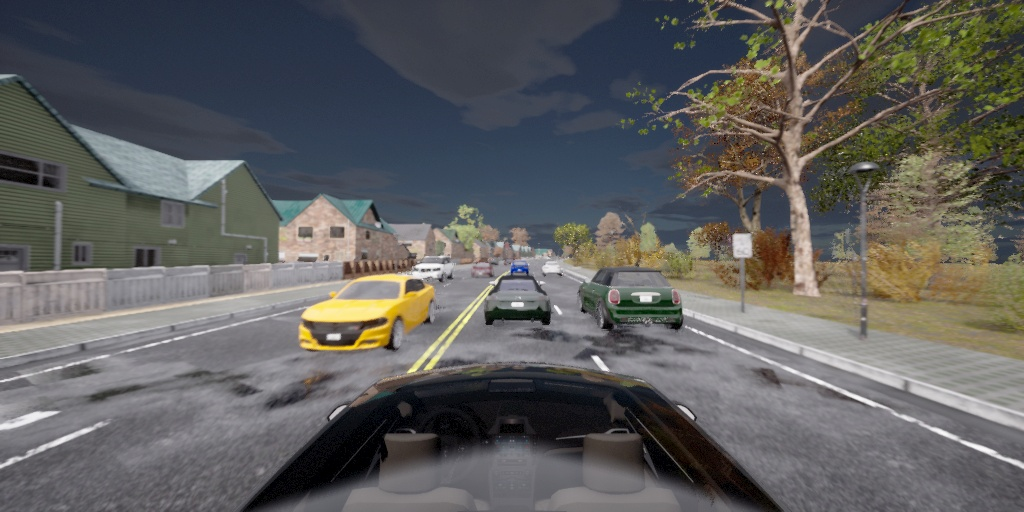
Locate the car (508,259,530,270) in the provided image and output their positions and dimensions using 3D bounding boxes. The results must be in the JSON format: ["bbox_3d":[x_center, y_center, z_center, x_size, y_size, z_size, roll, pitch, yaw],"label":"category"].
[{"bbox_3d":[0.867,1.246,38.311,1.882,1.535,5.008,0,0,3],"label":"car"}]

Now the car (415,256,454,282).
[{"bbox_3d":[-6.137,0.991,28.619,2.150,2.045,5.566,0,0,2],"label":"car"}]

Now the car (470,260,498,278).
[{"bbox_3d":[-2.677,1.294,33.726,1.812,1.442,4.674,0,0,2],"label":"car"}]

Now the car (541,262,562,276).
[{"bbox_3d":[4.064,1.292,36.995,1.812,1.442,4.674,0,0,3],"label":"car"}]

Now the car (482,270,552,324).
[{"bbox_3d":[0.183,1.322,11.980,1.994,1.385,4.181,0,0,1],"label":"car"}]

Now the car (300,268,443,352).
[{"bbox_3d":[-3.296,1.233,9.178,1.882,1.535,5.008,0,0,1],"label":"car"}]

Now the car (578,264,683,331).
[{"bbox_3d":[3.424,1.110,11.231,2.097,1.767,4.553,0,0,1],"label":"car"}]
